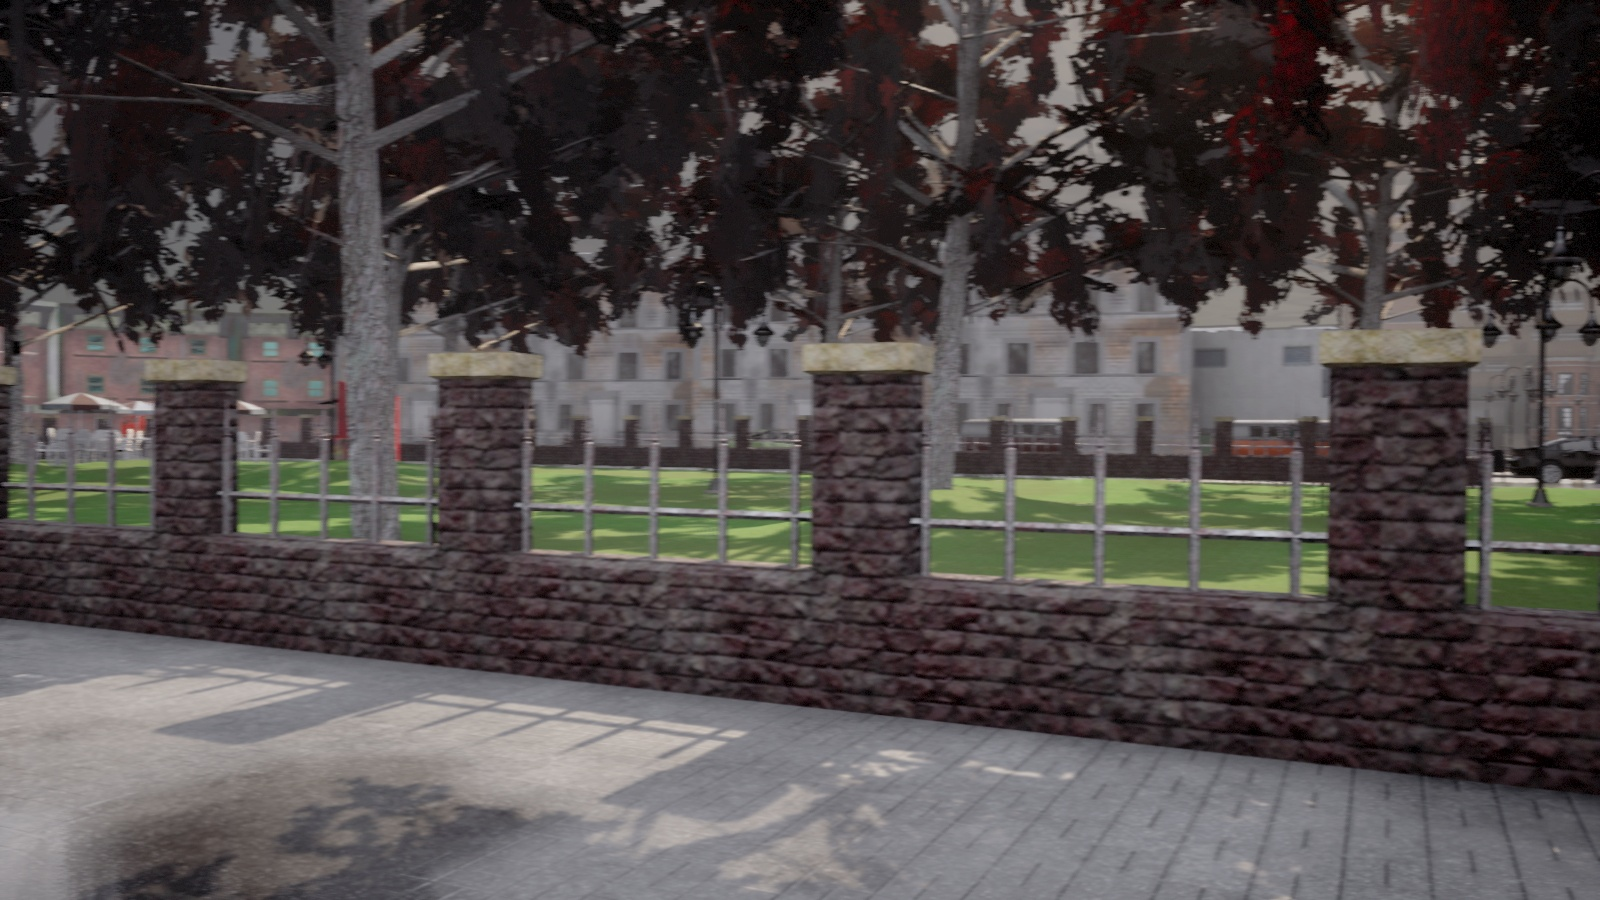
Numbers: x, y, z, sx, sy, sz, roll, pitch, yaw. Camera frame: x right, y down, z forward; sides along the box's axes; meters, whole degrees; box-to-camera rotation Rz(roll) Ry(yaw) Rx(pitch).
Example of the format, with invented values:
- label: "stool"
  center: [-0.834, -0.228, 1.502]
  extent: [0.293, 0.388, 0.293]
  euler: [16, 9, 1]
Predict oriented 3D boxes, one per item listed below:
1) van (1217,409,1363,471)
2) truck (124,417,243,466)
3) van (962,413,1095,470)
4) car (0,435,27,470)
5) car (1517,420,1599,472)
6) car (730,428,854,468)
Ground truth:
- label: "van"
  center: [16.352, -0.333, 41.929]
  extent: [4.442, 1.987, 1.775]
  euler: [0, 1, 25]
- label: "truck"
  center: [-32.149, -0.437, 65.693]
  extent: [5.204, 2.467, 2.627]
  euler: [0, 1, -16]
- label: "van"
  center: [8.324, -0.311, 45.746]
  extent: [4.442, 1.987, 1.775]
  euler: [0, 1, 25]
- label: "car"
  center: [-39.017, 0.151, 58.346]
  extent: [2.033, 1.649, 4.856]
  euler: [0, 1, 29]
- label: "car"
  center: [24.642, -0.131, 37.984]
  extent: [5.008, 1.535, 1.882]
  euler: [0, 1, 25]
- label: "car"
  center: [-0.317, -0.092, 49.854]
  extent: [4.514, 1.525, 2.007]
  euler: [0, 1, 25]
